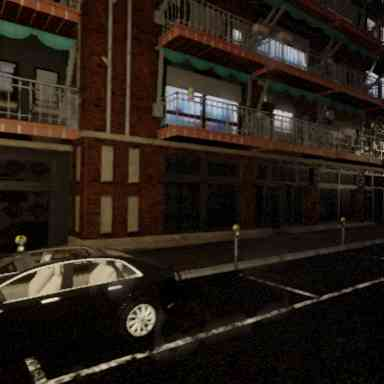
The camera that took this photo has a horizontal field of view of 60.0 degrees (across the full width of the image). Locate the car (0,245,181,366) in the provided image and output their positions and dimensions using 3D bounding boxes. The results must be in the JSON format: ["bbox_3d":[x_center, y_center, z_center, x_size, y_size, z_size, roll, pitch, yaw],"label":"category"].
[{"bbox_3d":[-2.234,1.552,4.935,4.403,1.369,2.008,0,1,-35],"label":"car"}]
